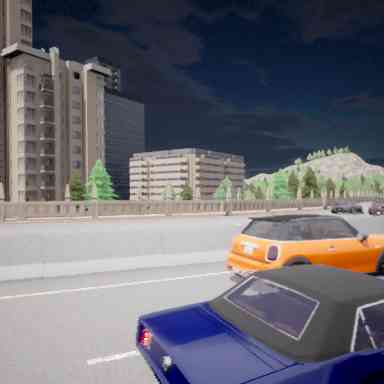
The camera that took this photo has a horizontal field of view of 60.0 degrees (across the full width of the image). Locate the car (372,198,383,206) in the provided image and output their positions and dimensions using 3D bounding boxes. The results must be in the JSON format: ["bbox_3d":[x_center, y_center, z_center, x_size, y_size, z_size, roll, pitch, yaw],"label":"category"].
[{"bbox_3d":[18.988,1.405,32.515,4.553,1.767,2.097,0,0,-44],"label":"car"}]

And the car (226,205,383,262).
[{"bbox_3d":[3.207,1.353,8.558,4.553,1.767,2.097,0,0,-26],"label":"car"}]

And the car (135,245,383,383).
[{"bbox_3d":[1.849,1.601,3.958,4.718,1.301,1.895,0,0,-25],"label":"car"}]

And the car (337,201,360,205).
[{"bbox_3d":[16.230,1.628,34.716,4.181,1.385,1.994,0,0,-43],"label":"car"}]
